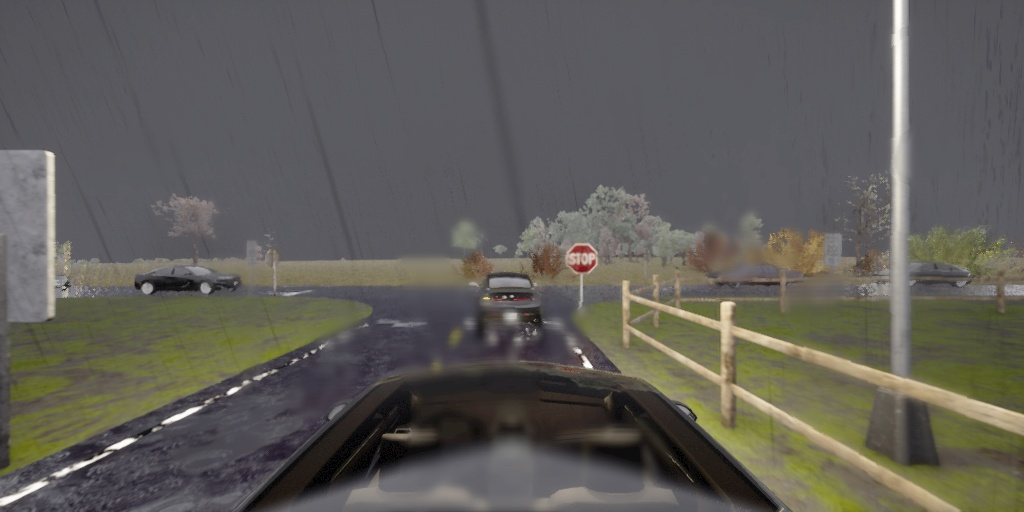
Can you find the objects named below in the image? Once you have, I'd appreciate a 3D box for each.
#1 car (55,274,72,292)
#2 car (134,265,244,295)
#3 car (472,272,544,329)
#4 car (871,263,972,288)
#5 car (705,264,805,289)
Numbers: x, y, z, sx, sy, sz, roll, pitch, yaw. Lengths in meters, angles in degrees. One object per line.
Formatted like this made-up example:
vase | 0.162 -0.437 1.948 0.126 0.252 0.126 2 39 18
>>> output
car | -27.081 1.293 19.523 4.902 1.511 2.128 0 0 1
car | -17.393 1.251 19.437 5.008 1.535 1.882 0 0 1
car | -0.211 1.243 11.224 1.837 1.490 4.892 0 0 -5
car | 25.020 1.166 22.037 4.892 1.490 1.837 0 0 1
car | 14.908 1.230 22.127 5.357 1.411 2.033 0 0 0
